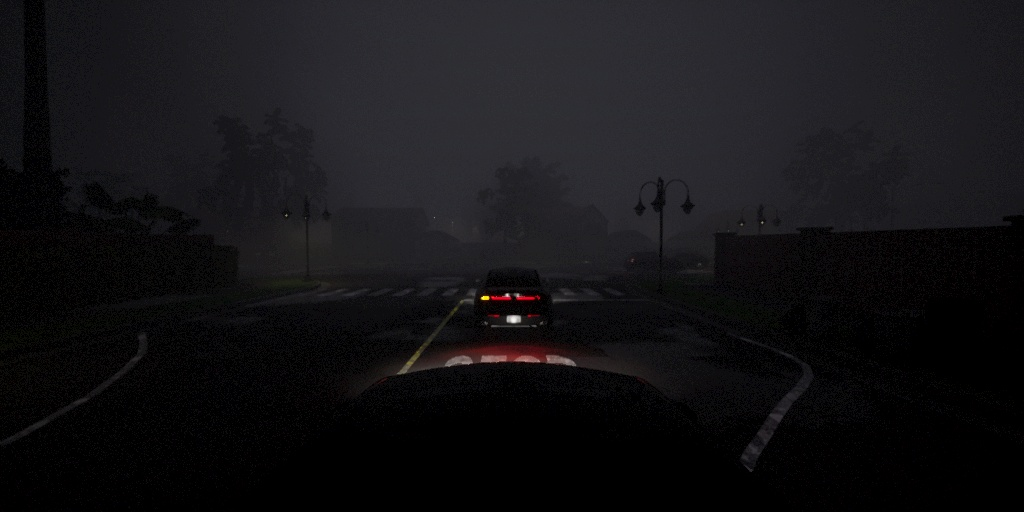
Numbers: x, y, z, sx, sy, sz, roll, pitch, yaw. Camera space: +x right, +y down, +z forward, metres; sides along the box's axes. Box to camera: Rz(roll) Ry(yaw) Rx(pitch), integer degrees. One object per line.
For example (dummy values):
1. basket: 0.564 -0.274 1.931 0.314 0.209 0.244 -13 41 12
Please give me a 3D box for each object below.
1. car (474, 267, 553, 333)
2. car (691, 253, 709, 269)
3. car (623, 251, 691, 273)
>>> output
1. car: 0.017 1.031 9.944 1.837 1.490 4.892 0 1 -1
2. car: 15.401 0.414 32.991 4.892 1.490 1.837 -1 2 -1
3. car: 11.574 0.393 29.237 4.553 1.767 2.097 0 2 -2
